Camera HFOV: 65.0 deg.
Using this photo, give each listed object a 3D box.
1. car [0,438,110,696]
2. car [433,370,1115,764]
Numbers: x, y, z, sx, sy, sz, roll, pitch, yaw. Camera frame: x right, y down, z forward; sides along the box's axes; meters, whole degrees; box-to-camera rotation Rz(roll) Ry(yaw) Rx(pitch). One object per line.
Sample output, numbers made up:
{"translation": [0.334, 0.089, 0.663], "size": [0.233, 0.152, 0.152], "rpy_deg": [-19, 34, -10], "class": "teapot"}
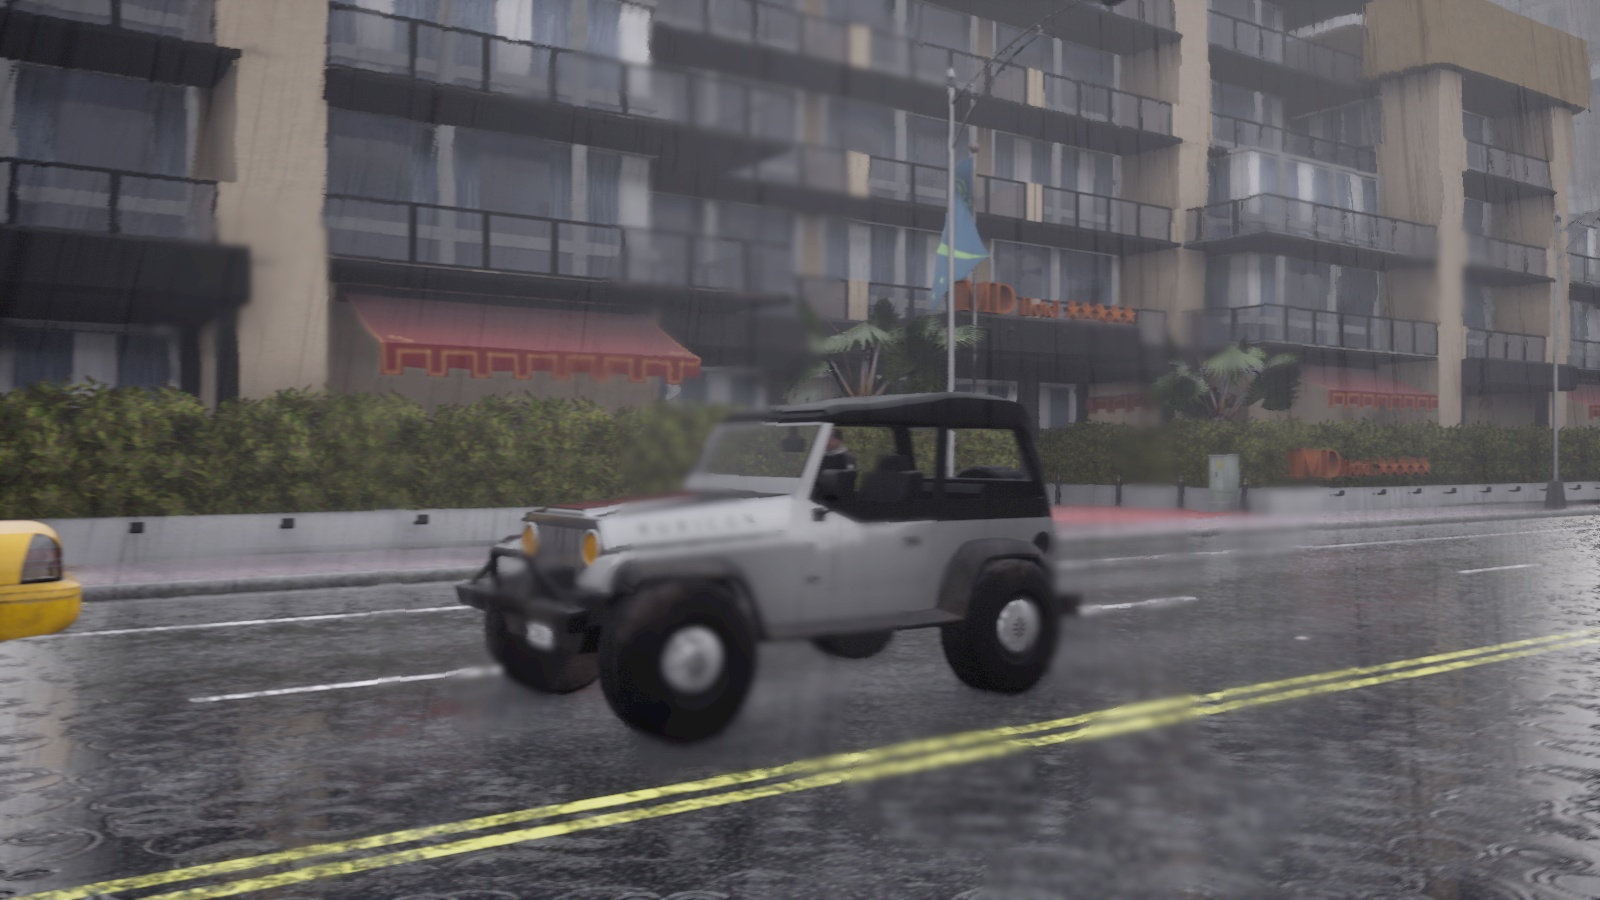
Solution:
{"translation": [-7.123, 0.717, 7.227], "size": [5.366, 1.575, 1.801], "rpy_deg": [0, 0, -35], "class": "car"}
{"translation": [-0.076, 0.560, 7.873], "size": [3.866, 1.878, 1.905], "rpy_deg": [0, 0, -35], "class": "car"}
